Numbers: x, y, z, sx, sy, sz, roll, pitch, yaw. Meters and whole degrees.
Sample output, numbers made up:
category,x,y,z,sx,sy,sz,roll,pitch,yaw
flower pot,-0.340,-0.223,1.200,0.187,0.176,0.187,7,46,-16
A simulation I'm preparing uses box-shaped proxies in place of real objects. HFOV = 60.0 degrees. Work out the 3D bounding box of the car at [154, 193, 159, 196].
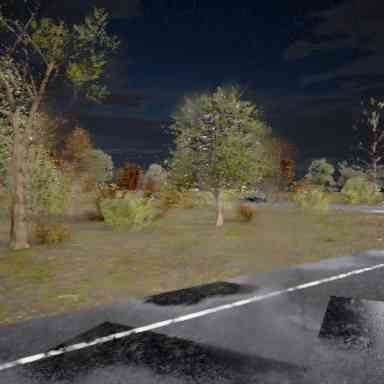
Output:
category,x,y,z,sx,sy,sz,roll,pitch,yaw
car,-9.919,1.078,91.842,2.128,1.511,4.902,0,0,-37

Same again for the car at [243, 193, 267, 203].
category,x,y,z,sx,sy,sz,roll,pitch,yaw
car,11.899,1.117,63.121,2.097,1.767,4.553,0,0,-37
